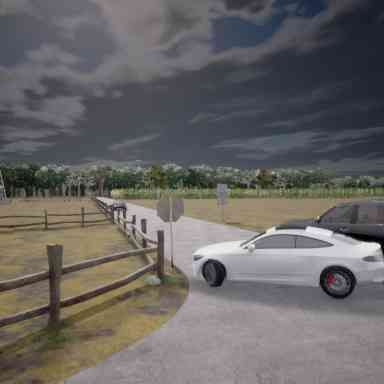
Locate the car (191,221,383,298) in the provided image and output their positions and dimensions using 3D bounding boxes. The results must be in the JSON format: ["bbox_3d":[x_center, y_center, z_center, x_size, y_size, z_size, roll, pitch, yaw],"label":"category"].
[{"bbox_3d":[2.272,1.613,8.474,4.674,1.442,1.812,-2,0,22],"label":"car"}]

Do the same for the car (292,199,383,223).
[{"bbox_3d":[5.105,1.229,9.819,2.150,2.045,5.566,-2,0,-40],"label":"car"}]

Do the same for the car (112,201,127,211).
[{"bbox_3d":[-10.849,1.983,49.470,2.033,1.411,5.357,-2,0,-18],"label":"car"}]
